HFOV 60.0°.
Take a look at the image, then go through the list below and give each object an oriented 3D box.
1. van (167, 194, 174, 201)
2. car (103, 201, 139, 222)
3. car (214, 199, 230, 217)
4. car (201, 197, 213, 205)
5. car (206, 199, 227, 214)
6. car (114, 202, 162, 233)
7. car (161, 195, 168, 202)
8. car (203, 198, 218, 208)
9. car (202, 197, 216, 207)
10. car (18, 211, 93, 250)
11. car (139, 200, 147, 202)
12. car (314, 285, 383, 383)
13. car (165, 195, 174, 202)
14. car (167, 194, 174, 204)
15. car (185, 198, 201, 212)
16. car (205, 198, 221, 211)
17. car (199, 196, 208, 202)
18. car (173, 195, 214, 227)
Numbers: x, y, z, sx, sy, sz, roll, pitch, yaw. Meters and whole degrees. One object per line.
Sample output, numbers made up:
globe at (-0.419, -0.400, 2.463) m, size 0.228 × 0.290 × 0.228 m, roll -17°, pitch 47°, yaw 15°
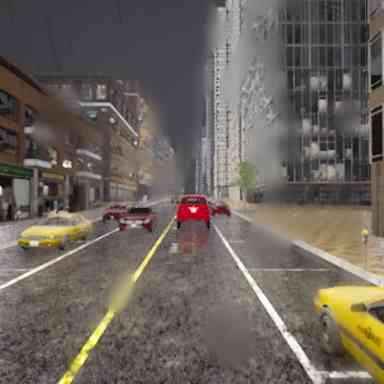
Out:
van at (-5.675, 1.414, 88.617) m, size 1.690 × 1.788 × 3.998 m, roll 1°, pitch 0°, yaw 0°
car at (-5.675, 1.557, 25.943) m, size 1.887 × 1.381 × 4.507 m, roll 1°, pitch 0°, yaw 0°
car at (2.671, 1.597, 31.517) m, size 1.802 × 1.307 × 4.206 m, roll 1°, pitch 0°, yaw 0°
car at (2.670, 1.580, 60.007) m, size 1.887 × 1.381 × 4.507 m, roll 1°, pitch 0°, yaw 0°
car at (2.671, 1.563, 37.215) m, size 1.887 × 1.381 × 4.507 m, roll 1°, pitch 0°, yaw 0°
car at (-3.099, 1.534, 20.048) m, size 1.812 × 1.442 × 4.674 m, roll 0°, pitch 0°, yaw 0°
car at (-5.678, 1.574, 71.353) m, size 1.752 × 1.417 × 4.829 m, roll 1°, pitch 0°, yaw 0°
car at (2.670, 1.570, 48.612) m, size 1.887 × 1.381 × 4.507 m, roll 1°, pitch 0°, yaw 0°
car at (2.670, 1.581, 54.309) m, size 2.008 × 1.369 × 4.403 m, roll 1°, pitch 0°, yaw 0°
car at (-5.674, 1.531, 14.378) m, size 1.752 × 1.417 × 4.829 m, roll 1°, pitch 0°, yaw 0°
car at (-5.675, 1.544, 37.169) m, size 1.752 × 1.417 × 4.829 m, roll 1°, pitch 0°, yaw 0°
car at (2.674, 1.527, 3.198) m, size 1.752 × 1.417 × 4.829 m, roll 1°, pitch 0°, yaw 0°
car at (-5.677, 1.505, 82.918) m, size 1.967 × 1.590 × 4.097 m, roll 1°, pitch 0°, yaw 0°
car at (-3.036, 1.541, 62.386) m, size 1.837 × 1.490 × 4.892 m, roll 0°, pitch 0°, yaw 1°
car at (0.098, 1.524, 40.860) m, size 1.837 × 1.490 × 4.892 m, roll 0°, pitch 0°, yaw 0°
car at (2.671, 1.547, 43.084) m, size 1.752 × 1.417 × 4.829 m, roll 1°, pitch 0°, yaw 0°
car at (2.669, 1.601, 77.101) m, size 1.887 × 1.381 × 4.507 m, roll 1°, pitch 0°, yaw 0°
car at (0.102, 1.230, 22.928) m, size 2.150 × 2.045 × 5.566 m, roll 0°, pitch 0°, yaw 0°
